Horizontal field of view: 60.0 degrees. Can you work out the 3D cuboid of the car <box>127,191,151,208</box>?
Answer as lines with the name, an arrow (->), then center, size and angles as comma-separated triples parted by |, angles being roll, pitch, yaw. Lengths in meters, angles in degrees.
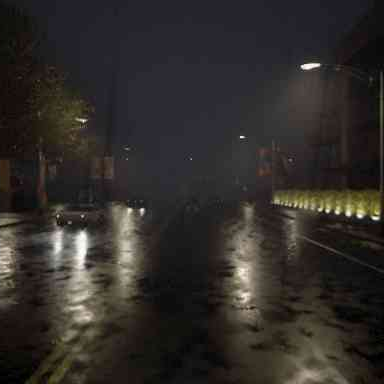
car -> -7.042, 1.090, 43.059 | 2.097, 1.767, 4.553 | 0, 0, 1

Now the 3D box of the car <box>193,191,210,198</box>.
car -> 2.663, 0.694, 92.512 | 4.553, 1.767, 2.185 | 0, 0, 0

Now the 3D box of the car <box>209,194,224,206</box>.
car -> 3.508, 1.262, 47.089 | 2.033, 1.411, 5.357 | 0, 0, 0

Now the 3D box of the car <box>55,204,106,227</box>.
car -> -7.099, 1.469, 21.536 | 1.895, 1.301, 4.718 | 0, 0, 0

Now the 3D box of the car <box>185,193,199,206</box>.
car -> 0.023, 1.236, 47.765 | 1.812, 1.442, 4.674 | 0, 1, 1
